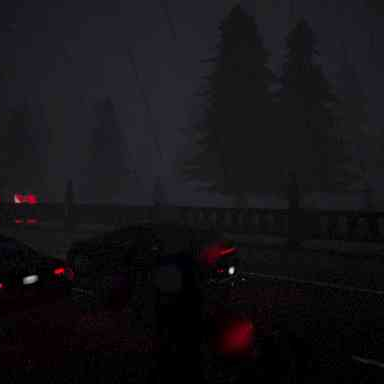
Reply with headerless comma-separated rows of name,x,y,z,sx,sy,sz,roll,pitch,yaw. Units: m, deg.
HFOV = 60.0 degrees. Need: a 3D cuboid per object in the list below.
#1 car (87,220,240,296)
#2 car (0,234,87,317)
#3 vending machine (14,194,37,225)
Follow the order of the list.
car,-1.170,1.487,8.654,4.892,1.490,1.837,0,0,32
car,-4.905,1.540,6.919,5.357,1.411,2.033,0,0,30
vending machine,-11.577,1.163,23.142,0.880,2.100,1.100,0,0,24
